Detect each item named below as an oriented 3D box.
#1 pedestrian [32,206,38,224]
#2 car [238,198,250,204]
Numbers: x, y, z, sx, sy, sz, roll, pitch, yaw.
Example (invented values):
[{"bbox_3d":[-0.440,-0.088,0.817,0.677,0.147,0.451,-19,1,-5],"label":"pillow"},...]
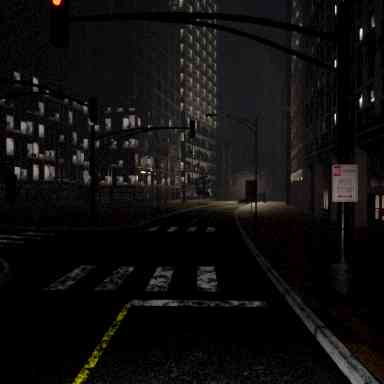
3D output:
[{"bbox_3d":[-9.392,1.345,19.878,0.500,1.100,0.500,0,0,17],"label":"pedestrian"},{"bbox_3d":[10.842,1.864,69.010,1.895,1.301,4.718,0,0,18],"label":"car"}]
